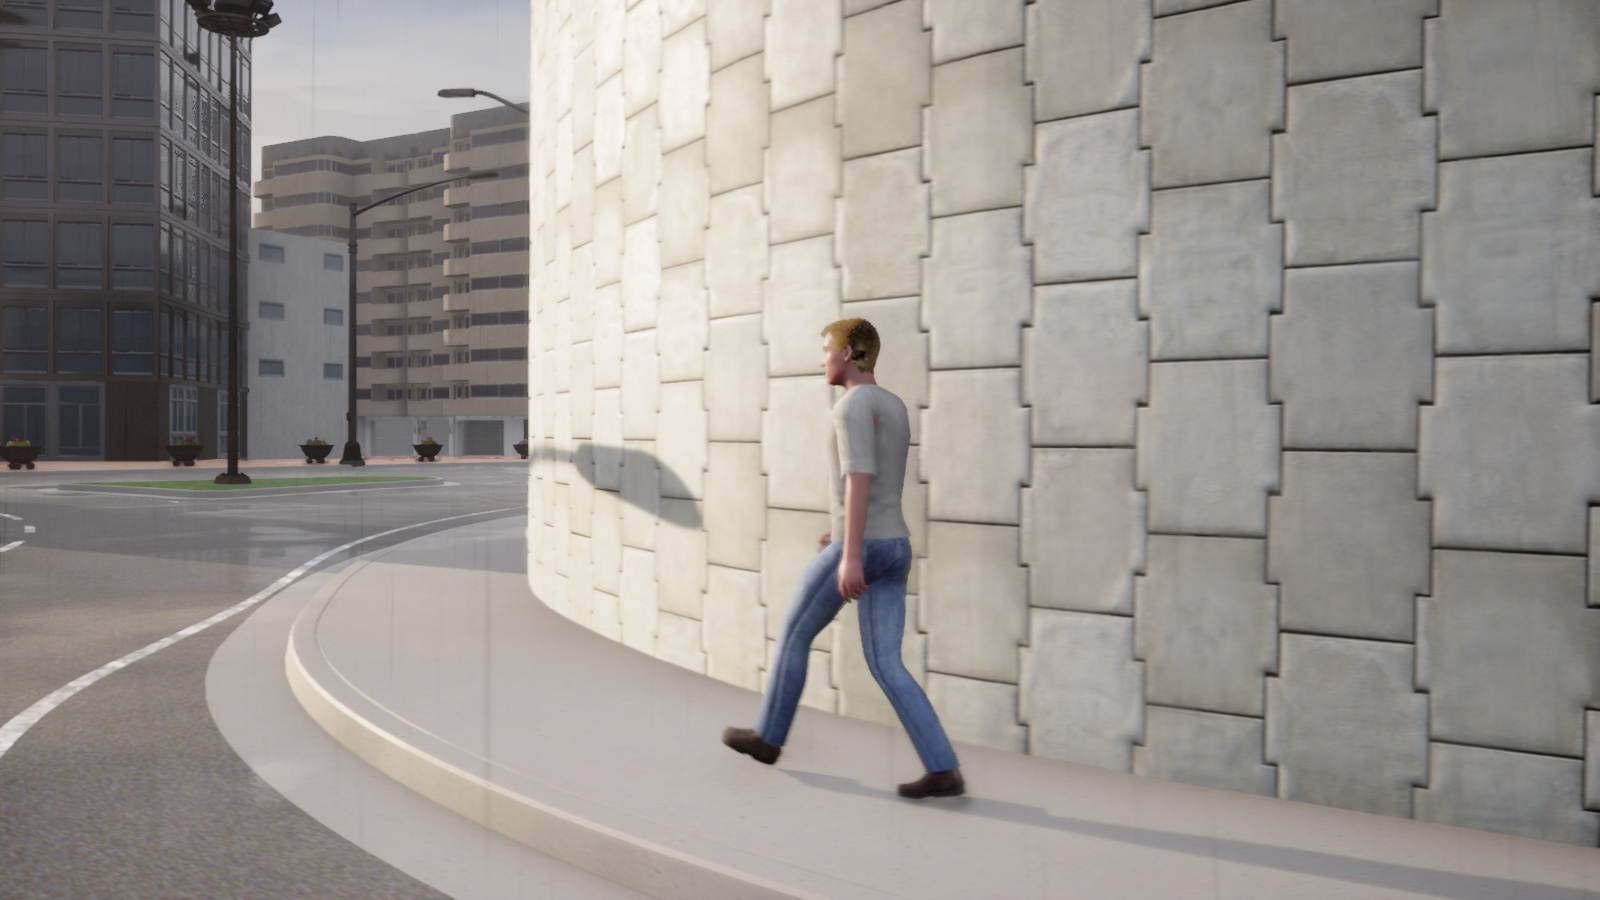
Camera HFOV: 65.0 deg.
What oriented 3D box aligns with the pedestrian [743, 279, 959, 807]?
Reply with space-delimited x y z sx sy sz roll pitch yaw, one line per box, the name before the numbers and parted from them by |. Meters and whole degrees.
pedestrian | 0.189 0.325 4.702 0.706 1.836 0.354 0 1 32
